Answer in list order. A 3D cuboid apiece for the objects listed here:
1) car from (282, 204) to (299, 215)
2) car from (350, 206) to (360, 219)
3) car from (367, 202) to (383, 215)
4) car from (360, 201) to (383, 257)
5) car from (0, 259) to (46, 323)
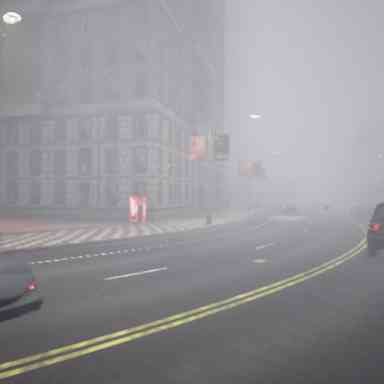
[{"bbox_3d":[12.084,2.091,40.849,1.895,1.301,4.718,0,-1,17],"label":"car"},{"bbox_3d":[17.321,2.013,33.688,1.895,1.301,4.718,0,-1,17],"label":"car"},{"bbox_3d":[23.535,2.044,41.773,1.812,1.442,4.674,0,-1,17],"label":"car"},{"bbox_3d":[8.381,1.388,13.058,2.150,2.045,5.566,0,-1,36],"label":"car"},{"bbox_3d":[-5.049,1.580,4.714,5.357,1.411,2.033,1,-1,-35],"label":"car"}]
